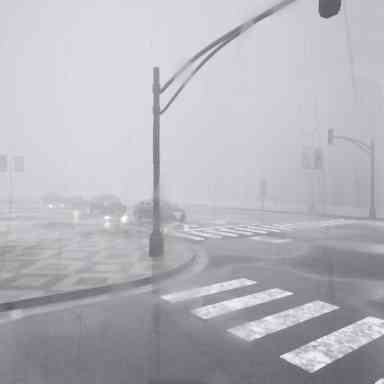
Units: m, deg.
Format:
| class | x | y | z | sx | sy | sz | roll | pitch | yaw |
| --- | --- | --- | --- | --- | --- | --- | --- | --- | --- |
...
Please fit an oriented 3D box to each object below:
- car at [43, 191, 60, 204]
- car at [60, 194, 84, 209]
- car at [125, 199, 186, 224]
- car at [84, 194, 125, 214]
| class | x | y | z | sx | sy | sz | roll | pitch | yaw |
| --- | --- | --- | --- | --- | --- | --- | --- | --- | --- |
| car | -18.938 | 0.690 | 45.553 | 2.097 | 1.767 | 4.553 | 0 | 1 | -35 |
| car | -12.849 | 1.094 | 37.038 | 1.895 | 1.301 | 4.718 | 0 | 1 | -36 |
| car | -2.282 | 1.243 | 22.339 | 2.128 | 1.511 | 4.902 | 0 | 1 | -36 |
| car | -7.609 | 0.975 | 29.743 | 2.097 | 1.767 | 4.553 | 0 | 1 | -36 |
